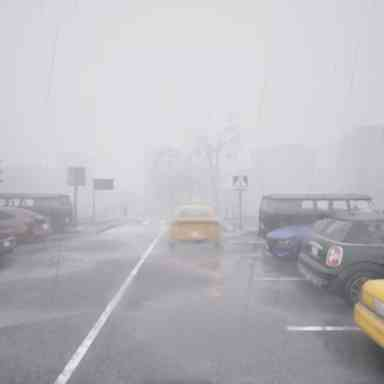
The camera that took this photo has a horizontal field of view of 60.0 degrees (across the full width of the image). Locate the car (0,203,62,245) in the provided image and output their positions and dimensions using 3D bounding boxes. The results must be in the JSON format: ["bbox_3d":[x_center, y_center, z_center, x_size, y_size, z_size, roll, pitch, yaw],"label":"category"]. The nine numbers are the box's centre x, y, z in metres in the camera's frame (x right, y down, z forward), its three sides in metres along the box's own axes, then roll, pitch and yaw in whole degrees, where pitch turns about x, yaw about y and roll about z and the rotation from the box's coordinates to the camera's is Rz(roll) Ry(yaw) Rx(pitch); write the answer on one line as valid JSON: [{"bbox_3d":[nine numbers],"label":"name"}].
[{"bbox_3d":[-7.683,1.307,12.140,4.792,1.488,2.163,0,1,0],"label":"car"}]

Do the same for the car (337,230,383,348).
[{"bbox_3d":[4.864,1.402,3.922,5.366,1.575,1.946,0,1,0],"label":"car"}]

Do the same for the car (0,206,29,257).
[{"bbox_3d":[-7.652,1.309,9.308,5.008,1.535,2.097,0,1,0],"label":"car"}]

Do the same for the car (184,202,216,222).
[{"bbox_3d":[0.720,1.529,26.421,1.994,1.385,4.181,0,-2,9],"label":"car"}]

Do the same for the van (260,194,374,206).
[{"bbox_3d":[4.794,1.050,12.402,4.442,1.987,1.878,0,0,0],"label":"van"}]

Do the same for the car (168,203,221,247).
[{"bbox_3d":[0.098,1.270,13.731,1.882,1.535,5.008,0,0,0],"label":"car"}]

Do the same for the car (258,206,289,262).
[{"bbox_3d":[4.683,1.304,9.630,5.008,1.535,2.097,0,1,0],"label":"car"}]

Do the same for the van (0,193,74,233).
[{"bbox_3d":[-7.771,1.043,14.925,4.442,1.987,1.878,0,0,0],"label":"van"}]

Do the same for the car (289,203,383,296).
[{"bbox_3d":[4.647,1.225,6.838,4.553,1.767,2.185,0,1,0],"label":"car"}]
